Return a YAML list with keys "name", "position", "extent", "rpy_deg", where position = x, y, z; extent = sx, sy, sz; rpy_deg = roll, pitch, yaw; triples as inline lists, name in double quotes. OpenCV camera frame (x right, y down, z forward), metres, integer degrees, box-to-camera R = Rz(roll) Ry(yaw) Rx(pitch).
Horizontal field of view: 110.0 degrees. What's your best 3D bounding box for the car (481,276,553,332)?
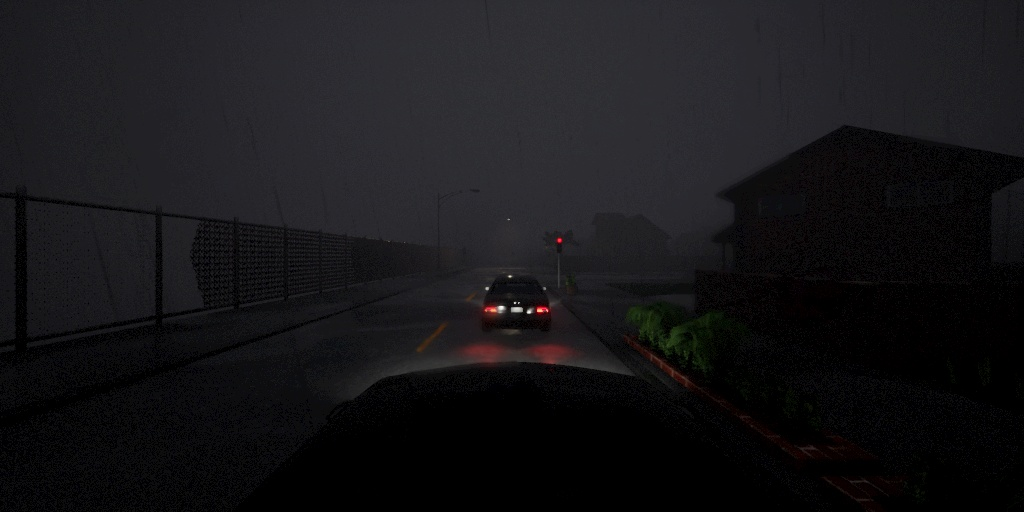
- name: "car"
  position: [0.118, 1.297, 10.852]
  extent: [2.033, 1.411, 5.357]
  rpy_deg: [0, 0, 0]
